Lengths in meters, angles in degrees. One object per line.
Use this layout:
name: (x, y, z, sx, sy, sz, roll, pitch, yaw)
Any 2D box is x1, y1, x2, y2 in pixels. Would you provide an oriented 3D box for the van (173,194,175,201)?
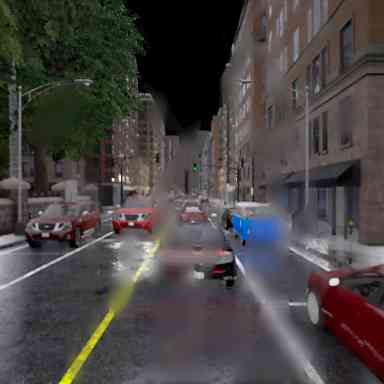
van: (-5.704, 1.569, 80.883, 1.690, 1.788, 3.998, 0, 0, 0)

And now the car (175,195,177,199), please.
car: (-5.706, 1.798, 86.333, 2.008, 1.369, 4.403, 0, 0, 0)

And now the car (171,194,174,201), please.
car: (-5.701, 1.755, 75.431, 1.887, 1.381, 4.507, 0, 0, 0)

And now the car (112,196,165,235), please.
car: (-3.066, 1.285, 19.645, 2.150, 2.045, 5.566, 0, 0, 0)

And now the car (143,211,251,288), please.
car: (0.096, 1.523, 9.316, 2.128, 1.511, 4.902, 0, 0, 0)

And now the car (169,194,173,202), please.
car: (-5.699, 1.737, 69.981, 1.887, 1.381, 4.507, 0, 0, 0)

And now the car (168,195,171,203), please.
car: (-5.696, 1.727, 64.529, 2.008, 1.369, 4.403, 0, 0, 0)

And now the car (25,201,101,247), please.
car: (-5.676, 1.364, 15.391, 2.192, 1.841, 5.009, 0, 0, 0)

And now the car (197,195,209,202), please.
car: (2.823, 1.650, 75.471, 1.967, 1.590, 4.097, 0, 0, 0)

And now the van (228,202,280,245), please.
van: (2.849, 1.390, 15.435, 1.690, 1.788, 3.998, 0, 0, 0)

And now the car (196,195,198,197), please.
car: (2.819, 1.798, 86.368, 2.008, 1.369, 4.403, 0, 0, 0)

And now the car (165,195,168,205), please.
car: (-5.694, 1.686, 58.909, 1.752, 1.417, 4.829, 0, 0, 0)

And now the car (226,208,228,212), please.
car: (2.847, 1.631, 21.094, 1.947, 1.339, 4.313, 0, 0, 0)

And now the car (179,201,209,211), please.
car: (0.093, 1.595, 22.645, 1.812, 1.442, 4.674, 0, 0, 0)

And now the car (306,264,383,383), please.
car: (2.854, 1.559, 4.113, 1.887, 1.381, 4.507, 0, 0, 0)
